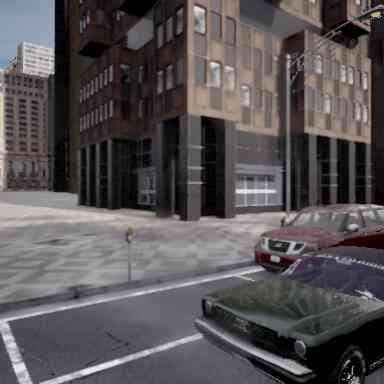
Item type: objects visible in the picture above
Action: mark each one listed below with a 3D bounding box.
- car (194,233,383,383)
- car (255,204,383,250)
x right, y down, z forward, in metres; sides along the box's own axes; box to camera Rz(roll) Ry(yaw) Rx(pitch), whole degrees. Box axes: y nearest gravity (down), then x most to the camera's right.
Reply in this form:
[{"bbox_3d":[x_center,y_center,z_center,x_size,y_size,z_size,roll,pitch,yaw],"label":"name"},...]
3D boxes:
[{"bbox_3d":[2.379,1.598,5.060,4.718,1.301,1.895,0,0,-35],"label":"car"},{"bbox_3d":[4.078,1.308,9.561,5.009,1.841,2.192,0,0,-36],"label":"car"}]
